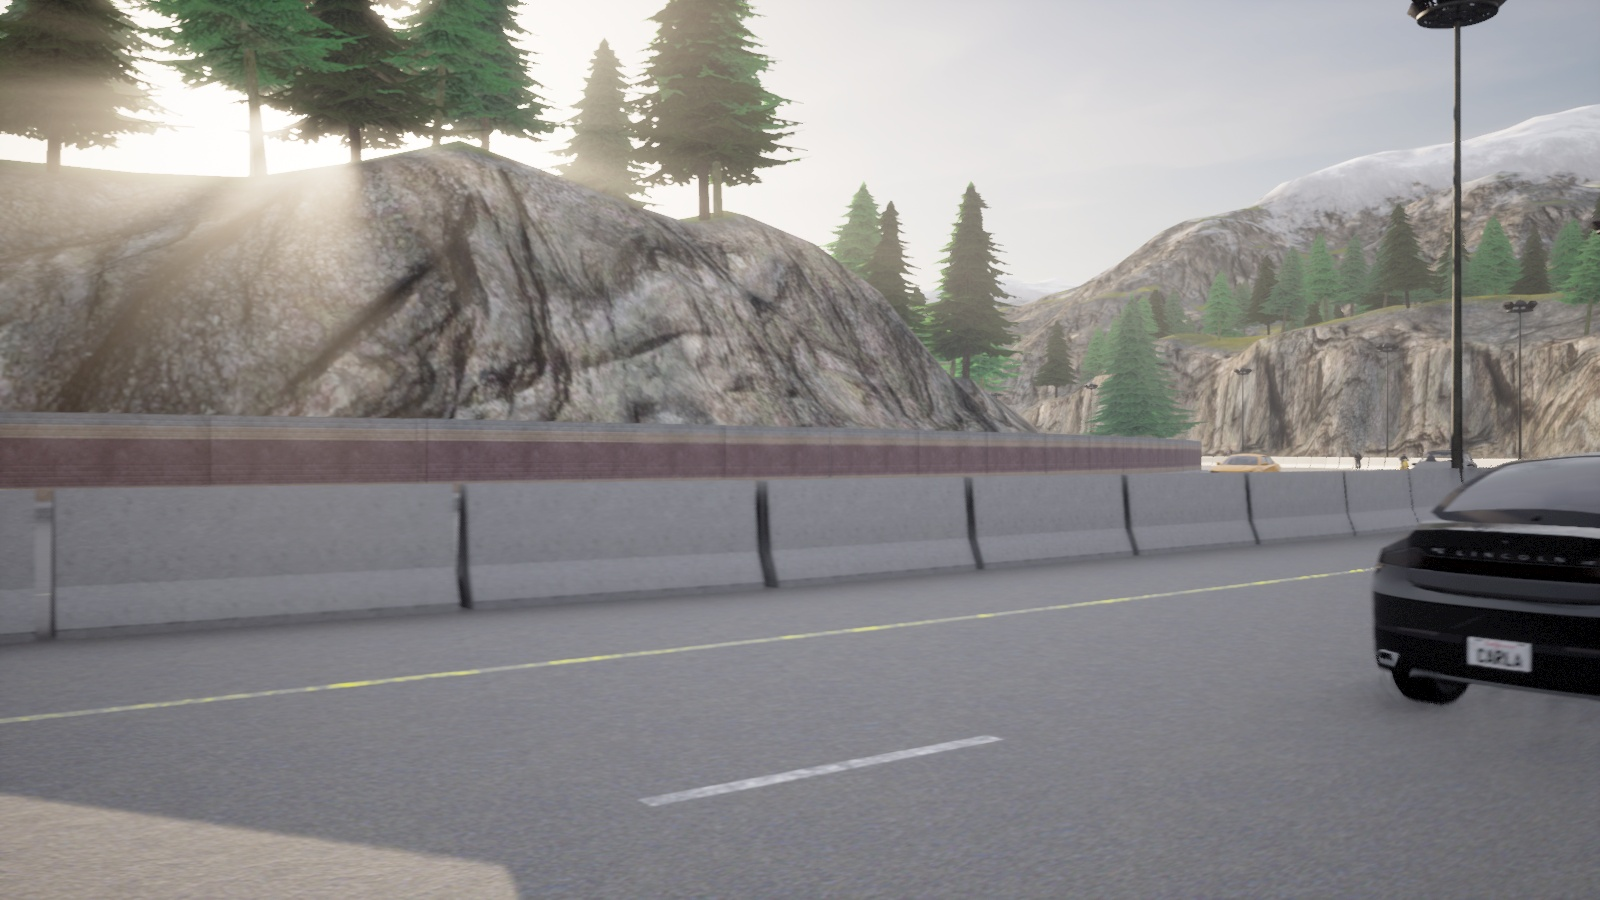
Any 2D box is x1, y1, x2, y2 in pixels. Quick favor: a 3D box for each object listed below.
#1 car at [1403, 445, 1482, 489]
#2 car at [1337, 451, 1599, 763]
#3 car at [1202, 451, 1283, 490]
[{"bbox_3d":[25.596,0.658,49.966,2.242,1.667,4.611,0,0,34],"label":"car"},{"bbox_3d":[5.511,0.757,7.884,4.892,1.490,1.837,0,0,-39],"label":"car"},{"bbox_3d":[18.273,0.812,51.723,1.882,1.535,5.008,0,0,35],"label":"car"}]
